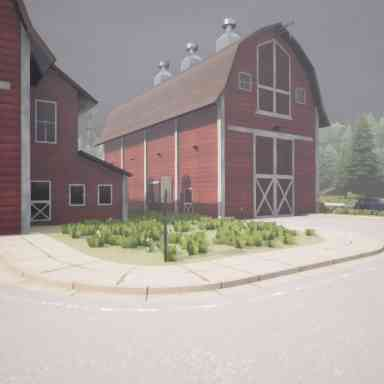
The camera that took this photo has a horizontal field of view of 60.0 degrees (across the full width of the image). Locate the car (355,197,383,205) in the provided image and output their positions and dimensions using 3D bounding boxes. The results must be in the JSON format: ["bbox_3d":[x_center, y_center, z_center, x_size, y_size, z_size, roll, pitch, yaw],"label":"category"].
[{"bbox_3d":[20.138,1.388,36.086,2.097,1.767,4.553,0,0,-34],"label":"car"}]
